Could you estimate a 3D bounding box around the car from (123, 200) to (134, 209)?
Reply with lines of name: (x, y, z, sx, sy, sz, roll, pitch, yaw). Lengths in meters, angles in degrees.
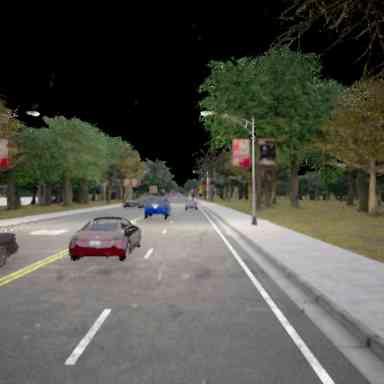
car: (-10.027, 1.963, 54.687, 2.033, 1.411, 5.357, 0, -1, 0)

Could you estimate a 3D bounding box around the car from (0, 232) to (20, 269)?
car: (-6.600, 1.598, 8.647, 2.033, 1.411, 5.357, 0, 0, 0)

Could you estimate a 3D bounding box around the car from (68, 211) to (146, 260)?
car: (-3.155, 1.642, 12.822, 1.994, 1.385, 4.181, 0, 0, 0)

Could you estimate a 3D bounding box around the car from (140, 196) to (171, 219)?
car: (-3.216, 1.440, 31.718, 2.150, 2.045, 5.566, 0, 0, 0)

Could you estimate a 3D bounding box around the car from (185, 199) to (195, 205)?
car: (-0.433, 2.156, 72.818, 1.994, 1.385, 4.181, 0, -1, -1)

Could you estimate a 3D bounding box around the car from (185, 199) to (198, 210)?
car: (-0.089, 1.921, 49.955, 2.033, 1.411, 5.357, 0, -1, 0)

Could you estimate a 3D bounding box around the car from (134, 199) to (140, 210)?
car: (-6.765, 1.595, 50.126, 2.150, 2.045, 5.566, 0, -1, 0)
